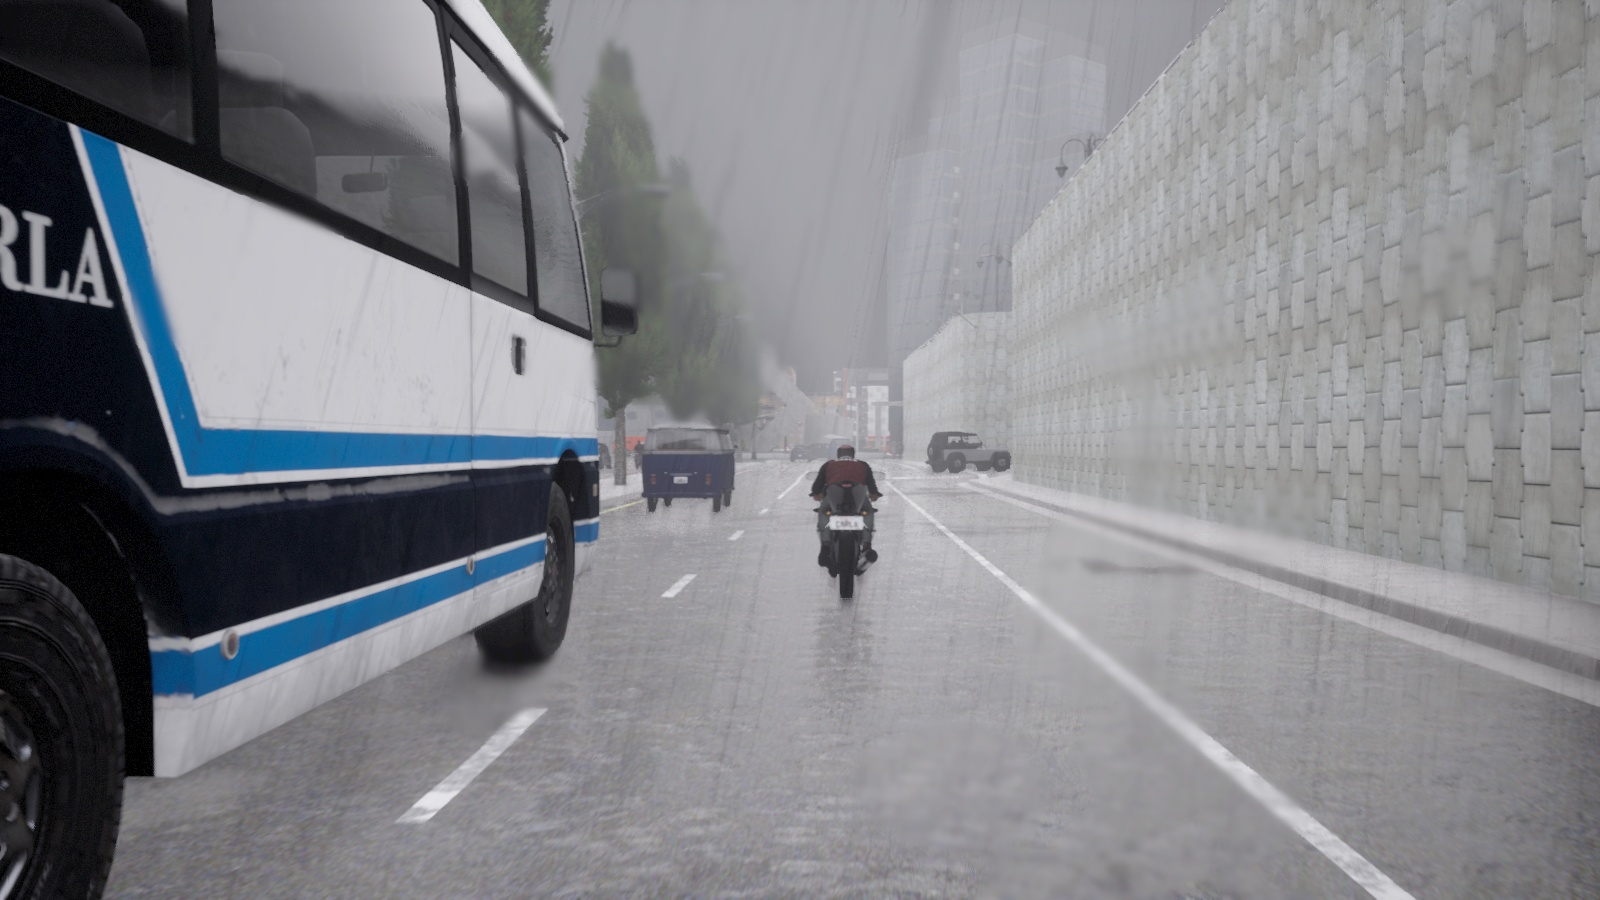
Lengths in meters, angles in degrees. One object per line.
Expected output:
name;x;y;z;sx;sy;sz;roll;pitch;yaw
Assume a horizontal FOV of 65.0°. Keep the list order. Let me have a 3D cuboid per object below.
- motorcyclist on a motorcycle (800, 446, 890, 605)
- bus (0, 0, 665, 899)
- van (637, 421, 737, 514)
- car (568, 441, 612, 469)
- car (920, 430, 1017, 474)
motorcyclist on a motorcycle;0.468;0.724;13.175;0.866;1.530;2.191;0;0;2
bus;-3.271;-0.657;5.542;3.944;4.253;10.273;0;0;2
van;-2.538;0.367;29.190;1.775;1.987;4.442;0;0;2
car;-12.607;0.295;75.596;1.851;1.617;3.988;0;0;2
car;7.634;0.089;56.895;3.866;1.878;1.905;-1;0;-20
